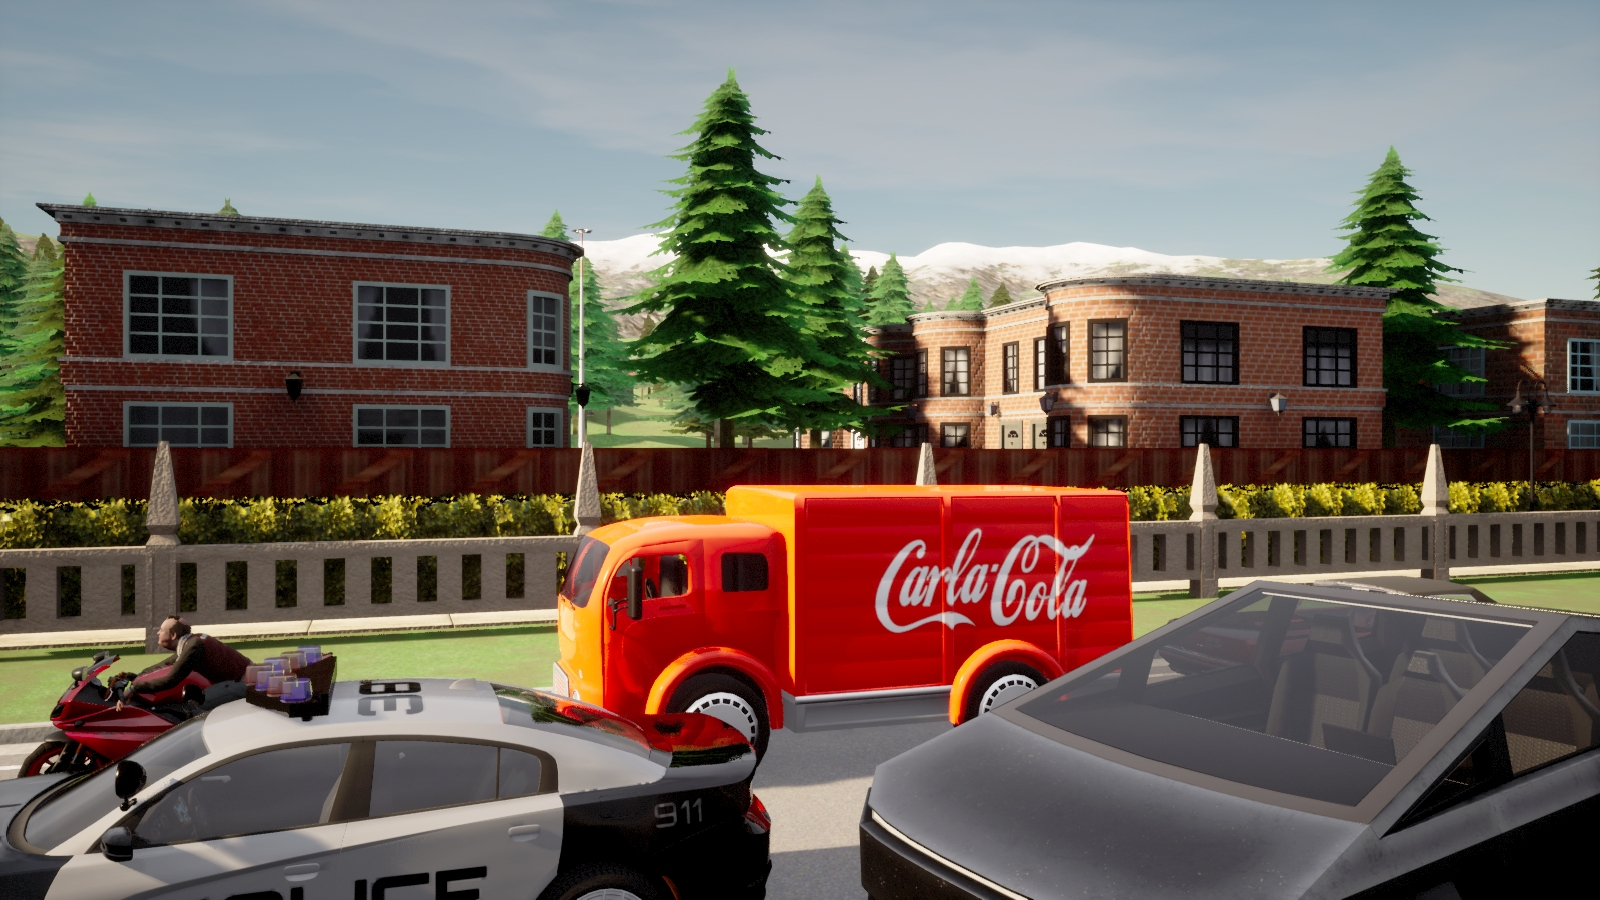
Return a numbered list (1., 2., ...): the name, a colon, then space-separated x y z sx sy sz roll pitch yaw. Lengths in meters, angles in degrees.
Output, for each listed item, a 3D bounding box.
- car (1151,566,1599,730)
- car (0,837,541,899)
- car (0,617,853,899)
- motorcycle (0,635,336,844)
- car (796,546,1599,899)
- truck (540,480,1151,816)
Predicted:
1. car: 6.606 2.160 13.164 4.718 1.301 1.895 0 0 -20
2. car: -2.622 2.065 2.345 4.193 1.474 1.816 0 0 -20
3. car: -2.539 1.983 6.100 5.238 1.638 2.097 0 0 -20
4. motorcycle: -4.855 2.205 8.981 2.209 1.251 0.867 0 0 -20
5. car: 3.288 1.756 5.800 6.274 2.098 2.390 0 0 -31
6. truck: 0.341 1.571 10.872 5.204 2.467 2.627 0 0 -20
